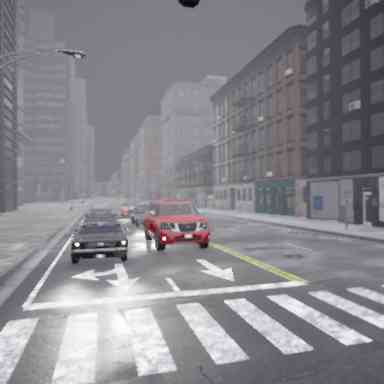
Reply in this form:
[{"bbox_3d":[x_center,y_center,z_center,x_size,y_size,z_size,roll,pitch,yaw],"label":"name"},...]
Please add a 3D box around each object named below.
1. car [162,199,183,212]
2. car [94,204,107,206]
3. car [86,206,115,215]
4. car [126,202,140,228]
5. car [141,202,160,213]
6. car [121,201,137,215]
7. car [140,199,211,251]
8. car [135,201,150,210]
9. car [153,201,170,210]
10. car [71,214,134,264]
[{"bbox_3d":[-2.787,1.846,47.229,2.097,1.767,4.553,0,-1,-15],"label":"car"},{"bbox_3d":[-9.157,1.930,33.351,1.812,1.442,4.674,0,-1,-16],"label":"car"},{"bbox_3d":[-5.810,1.825,21.234,1.994,1.385,4.181,0,-1,-15],"label":"car"},{"bbox_3d":[-3.512,1.775,25.100,2.128,1.511,4.902,0,-1,-15],"label":"car"},{"bbox_3d":[-5.794,2.104,46.020,1.895,1.301,4.718,0,-1,-15],"label":"car"},{"bbox_3d":[-6.535,1.764,36.077,2.097,1.767,4.553,0,-1,-15],"label":"car"},{"bbox_3d":[-0.868,1.391,15.535,2.150,2.045,5.566,0,-1,-15],"label":"car"},{"bbox_3d":[-8.285,2.207,54.910,1.895,1.301,4.718,0,-1,-15],"label":"car"},{"bbox_3d":[-5.153,2.193,55.777,1.895,1.301,4.718,0,-1,-15],"label":"car"},{"bbox_3d":[-3.477,1.761,12.746,1.895,1.301,4.718,0,-1,-15],"label":"car"}]
